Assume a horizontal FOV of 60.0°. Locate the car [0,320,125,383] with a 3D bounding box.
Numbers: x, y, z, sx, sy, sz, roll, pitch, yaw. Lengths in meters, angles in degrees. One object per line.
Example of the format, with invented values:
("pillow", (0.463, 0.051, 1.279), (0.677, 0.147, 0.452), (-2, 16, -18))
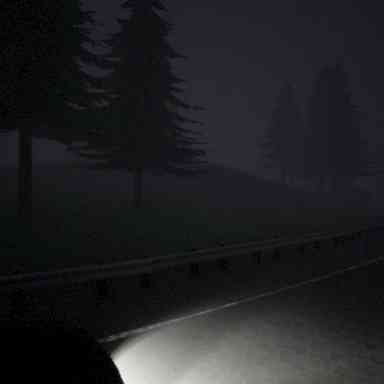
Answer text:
("car", (-2.504, 1.565, 2.126), (4.181, 1.385, 1.994), (0, 0, -36))
